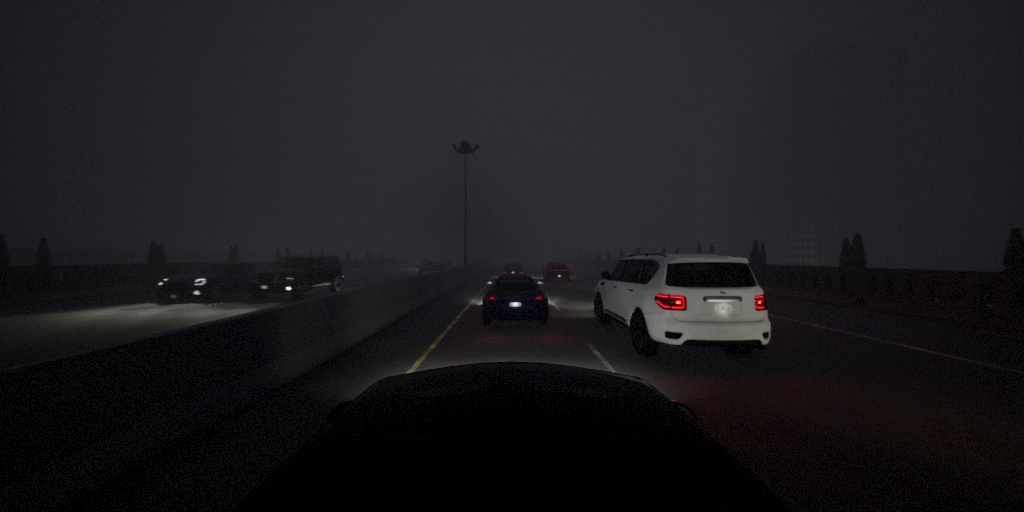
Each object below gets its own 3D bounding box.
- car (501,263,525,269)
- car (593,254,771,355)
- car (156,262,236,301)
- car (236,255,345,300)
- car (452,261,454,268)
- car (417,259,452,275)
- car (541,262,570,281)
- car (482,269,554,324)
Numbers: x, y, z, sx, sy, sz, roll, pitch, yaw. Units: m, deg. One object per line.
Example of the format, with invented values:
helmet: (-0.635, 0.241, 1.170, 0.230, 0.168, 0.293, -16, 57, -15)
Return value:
car: (0.088, 1.302, 29.710, 2.033, 1.411, 5.357, 0, 0, 0)
car: (3.597, 0.973, 8.799, 2.150, 2.045, 5.566, 0, 0, 0)
car: (-14.106, 1.104, 17.184, 2.097, 1.767, 4.553, 0, 0, 0)
car: (-10.615, 0.974, 18.153, 2.150, 2.045, 5.566, 0, 0, 0)
car: (-10.982, 1.279, 60.158, 1.837, 1.490, 4.892, 0, 0, -1)
car: (-7.115, 1.246, 32.419, 2.128, 1.511, 4.902, 0, 0, 0)
car: (3.587, 1.260, 29.579, 1.837, 1.490, 4.892, 0, 0, 0)
car: (0.095, 1.316, 11.977, 1.994, 1.385, 4.181, 0, 0, 0)
